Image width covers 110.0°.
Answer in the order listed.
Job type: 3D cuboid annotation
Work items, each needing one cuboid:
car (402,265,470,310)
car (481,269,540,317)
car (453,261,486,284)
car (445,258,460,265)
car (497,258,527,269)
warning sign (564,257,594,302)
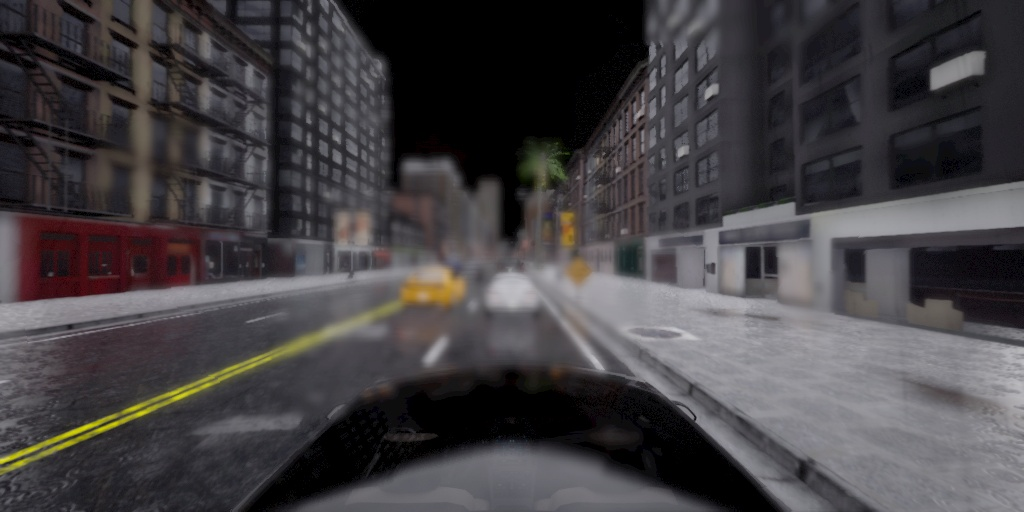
[{"bbox_3d":[-3.198,1.329,15.471,1.882,1.535,5.008,0,0,1],"label":"car"},{"bbox_3d":[0.035,1.365,13.639,1.812,1.442,4.674,0,-1,0],"label":"car"},{"bbox_3d":[-3.210,1.446,29.344,2.128,1.511,4.902,0,0,1],"label":"car"},{"bbox_3d":[-9.800,1.406,59.869,2.150,2.045,5.566,0,0,1],"label":"car"},{"bbox_3d":[0.027,1.169,28.205,2.150,2.045,5.566,0,0,1],"label":"car"},{"bbox_3d":[2.848,0.966,15.233,1.300,1.860,1.060,0,0,0],"label":"warning sign"}]
